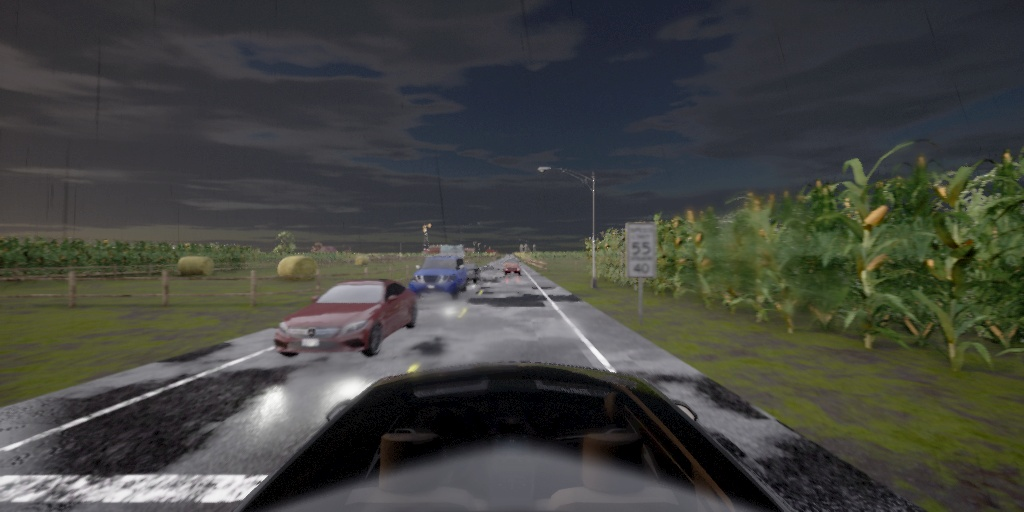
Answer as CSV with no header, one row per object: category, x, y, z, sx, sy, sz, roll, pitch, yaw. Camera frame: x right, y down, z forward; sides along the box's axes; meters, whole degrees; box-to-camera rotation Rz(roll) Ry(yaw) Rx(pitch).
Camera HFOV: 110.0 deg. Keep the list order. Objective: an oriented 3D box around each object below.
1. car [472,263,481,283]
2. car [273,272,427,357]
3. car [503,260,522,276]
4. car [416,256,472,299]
car,-3.570,1.313,29.119,2.128,1.511,4.902,0,0,0
car,-3.600,1.297,8.743,1.812,1.442,4.674,0,0,0
car,0.065,1.437,39.038,1.895,1.301,4.718,0,0,1
car,-3.585,1.020,18.696,2.150,2.045,5.566,0,0,0
